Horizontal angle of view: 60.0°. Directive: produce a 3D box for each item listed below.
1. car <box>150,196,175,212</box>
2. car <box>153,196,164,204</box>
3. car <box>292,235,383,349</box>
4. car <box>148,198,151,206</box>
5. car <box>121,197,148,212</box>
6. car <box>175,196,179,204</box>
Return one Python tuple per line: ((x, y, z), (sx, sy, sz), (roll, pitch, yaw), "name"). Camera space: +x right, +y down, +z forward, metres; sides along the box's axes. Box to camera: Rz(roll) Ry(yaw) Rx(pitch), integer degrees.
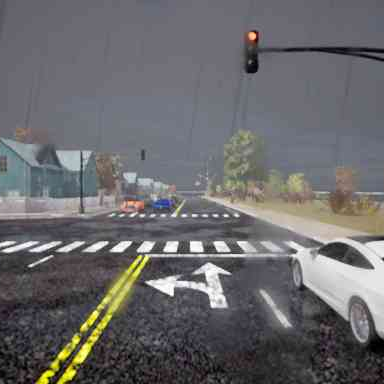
((-3.489, 1.504, 39.994), (1.882, 1.535, 5.008), (0, 0, 0), "car")
((-6.761, 1.597, 67.983), (1.812, 1.442, 4.674), (0, 0, 0), "car")
((3.327, 1.526, 6.134), (1.812, 1.442, 4.674), (0, 0, 0), "car")
((-6.768, 1.588, 49.878), (2.033, 1.411, 5.357), (0, 0, 0), "car")
((-6.734, 1.377, 38.313), (2.097, 1.767, 4.553), (0, 0, 0), "car")
((-3.518, 1.532, 50.404), (2.128, 1.511, 4.902), (0, 0, 0), "car")
